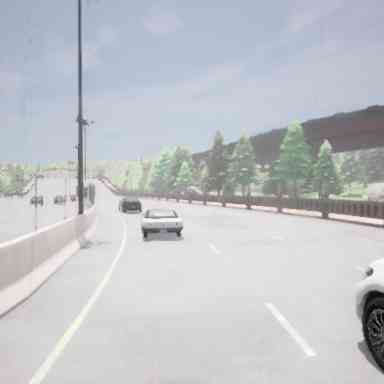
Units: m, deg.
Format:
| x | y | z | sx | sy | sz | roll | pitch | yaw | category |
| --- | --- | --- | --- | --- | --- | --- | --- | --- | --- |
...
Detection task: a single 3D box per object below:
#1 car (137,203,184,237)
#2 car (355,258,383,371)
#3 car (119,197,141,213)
| x | y | z | sx | sy | sz | roll | pitch | yaw | category |
| --- | --- | --- | --- | --- | --- | --- | --- | --- | --- |
| -1.701 | 1.499 | 17.388 | 1.895 | 1.301 | 4.718 | 0 | 0 | -10 | car |
| 3.438 | 1.190 | 2.334 | 2.150 | 2.045 | 5.566 | 0 | 0 | -2 | car |
| -6.495 | 1.291 | 34.701 | 1.882 | 1.535 | 5.008 | 0 | 0 | -19 | car |
